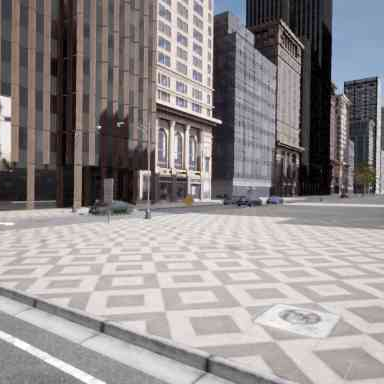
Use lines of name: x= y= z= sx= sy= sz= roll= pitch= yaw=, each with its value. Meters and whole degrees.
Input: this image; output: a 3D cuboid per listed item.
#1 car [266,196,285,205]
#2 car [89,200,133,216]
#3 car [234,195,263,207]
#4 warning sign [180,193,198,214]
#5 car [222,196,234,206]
car: x=13.948 y=1.361 z=55.478 sx=1.994 sy=1.385 sz=4.181 roll=1 pitch=1 yaw=35
car: x=-7.402 y=1.442 z=30.689 sx=1.994 sy=1.385 sz=4.181 roll=1 pitch=1 yaw=35
car: x=8.344 y=1.192 z=47.474 sx=2.097 sy=1.767 sz=4.553 roll=1 pitch=1 yaw=36
warning sign: x=-0.267 y=1.077 z=30.695 sx=1.300 sy=1.860 sz=1.060 roll=1 pitch=1 yaw=35
car: x=6.397 y=1.290 z=50.063 sx=1.837 sy=1.490 sz=4.892 roll=1 pitch=1 yaw=36
